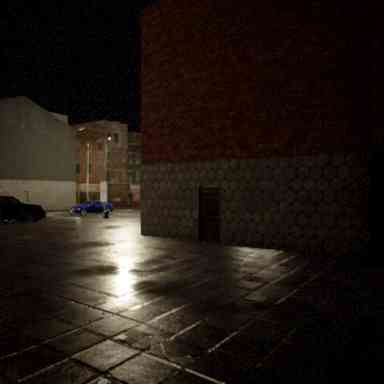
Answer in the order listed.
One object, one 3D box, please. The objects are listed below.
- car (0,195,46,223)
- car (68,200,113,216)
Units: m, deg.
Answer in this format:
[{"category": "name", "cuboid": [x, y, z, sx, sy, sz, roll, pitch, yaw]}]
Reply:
[{"category": "car", "cuboid": [-13.343, 1.241, 23.427, 2.150, 2.045, 5.566, 0, 0, 40]}, {"category": "car", "cuboid": [-9.863, 1.541, 32.704, 1.812, 1.442, 4.674, 1, 0, 36]}]
